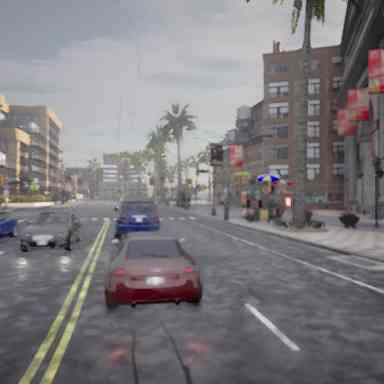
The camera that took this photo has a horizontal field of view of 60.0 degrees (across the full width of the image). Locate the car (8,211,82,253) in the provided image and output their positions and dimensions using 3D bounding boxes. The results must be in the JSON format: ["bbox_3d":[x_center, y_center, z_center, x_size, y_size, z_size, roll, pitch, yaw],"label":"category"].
[{"bbox_3d":[-5.957,1.616,14.527,2.128,1.511,4.902,0,-1,-12],"label":"car"}]

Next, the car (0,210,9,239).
[{"bbox_3d":[-9.782,1.597,15.730,1.882,1.535,5.008,0,-1,-12],"label":"car"}]

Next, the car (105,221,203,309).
[{"bbox_3d":[-1.034,1.645,8.208,1.994,1.385,4.181,0,-1,-10],"label":"car"}]

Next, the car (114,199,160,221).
[{"bbox_3d":[-2.989,1.394,17.926,2.150,2.045,5.566,0,-1,-12],"label":"car"}]
